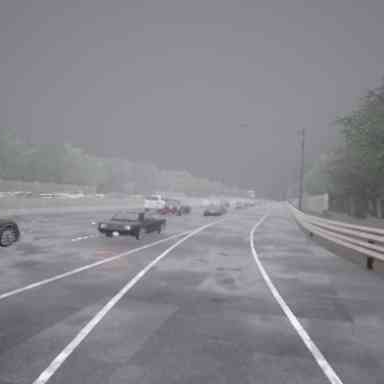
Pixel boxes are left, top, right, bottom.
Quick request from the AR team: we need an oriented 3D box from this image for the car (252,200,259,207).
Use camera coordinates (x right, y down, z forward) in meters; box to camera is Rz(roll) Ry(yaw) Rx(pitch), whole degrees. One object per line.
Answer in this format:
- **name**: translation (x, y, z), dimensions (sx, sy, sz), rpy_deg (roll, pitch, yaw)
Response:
- **car**: translation (14.844, 3.060, 82.807), dimensions (1.812, 1.442, 4.674), rpy_deg (3, -1, 15)

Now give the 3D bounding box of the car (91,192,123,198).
- **car**: translation (-14.208, 1.311, 55.990), dimensions (2.128, 1.511, 4.902), rpy_deg (3, 0, 16)

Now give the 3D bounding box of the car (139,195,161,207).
- **car**: translation (-3.977, 1.426, 40.148), dimensions (2.150, 2.045, 5.566), rpy_deg (3, 0, 15)

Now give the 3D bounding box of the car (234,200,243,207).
- **car**: translation (11.996, 2.947, 85.660), dimensions (1.812, 1.442, 4.674), rpy_deg (3, -1, 15)

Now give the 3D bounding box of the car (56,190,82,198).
- **car**: translation (-21.029, 0.707, 57.457), dimensions (2.150, 2.045, 5.566), rpy_deg (3, 0, 16)

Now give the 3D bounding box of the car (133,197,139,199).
- **car**: translation (-10.138, 1.646, 70.855), dimensions (1.837, 1.490, 4.892), rpy_deg (3, -1, 15)

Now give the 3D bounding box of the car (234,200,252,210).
- **car**: translation (9.578, 2.624, 63.421), dimensions (2.033, 1.411, 5.357), rpy_deg (3, -1, 15)

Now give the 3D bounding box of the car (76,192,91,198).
- **car**: translation (-17.421, 1.194, 57.456), dimensions (1.812, 1.442, 4.674), rpy_deg (3, 0, 16)

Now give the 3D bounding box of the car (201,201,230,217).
- **car**: translation (2.738, 2.092, 38.250), dimensions (1.994, 1.385, 4.181), rpy_deg (3, 0, 15)

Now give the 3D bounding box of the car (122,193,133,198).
- **car**: translation (-13.528, 1.535, 71.723), dimensions (1.994, 1.385, 4.181), rpy_deg (3, -1, 15)

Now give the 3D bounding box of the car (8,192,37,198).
- **car**: translation (-21.717, 0.817, 41.805), dimensions (2.128, 1.511, 4.902), rpy_deg (3, 0, 16)

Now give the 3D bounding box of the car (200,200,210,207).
- **car**: translation (2.833, 2.278, 65.263), dimensions (1.812, 1.442, 4.674), rpy_deg (3, -1, 15)

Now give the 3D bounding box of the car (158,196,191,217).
- **car**: translation (-1.579, 1.641, 35.658), dimensions (2.097, 1.767, 4.553), rpy_deg (3, 0, 15)

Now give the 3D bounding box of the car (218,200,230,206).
- **car**: translation (8.098, 2.751, 84.648), dimensions (2.033, 1.411, 5.357), rpy_deg (3, -1, 15)

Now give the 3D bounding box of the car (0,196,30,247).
- **car**: translation (-8.180, 1.113, 11.363), dimensions (2.097, 1.767, 4.553), rpy_deg (3, 0, 15)

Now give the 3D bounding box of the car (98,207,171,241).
- **car**: translation (-2.916, 1.677, 17.448), dimensions (1.895, 1.301, 4.718), rpy_deg (3, 0, 15)
